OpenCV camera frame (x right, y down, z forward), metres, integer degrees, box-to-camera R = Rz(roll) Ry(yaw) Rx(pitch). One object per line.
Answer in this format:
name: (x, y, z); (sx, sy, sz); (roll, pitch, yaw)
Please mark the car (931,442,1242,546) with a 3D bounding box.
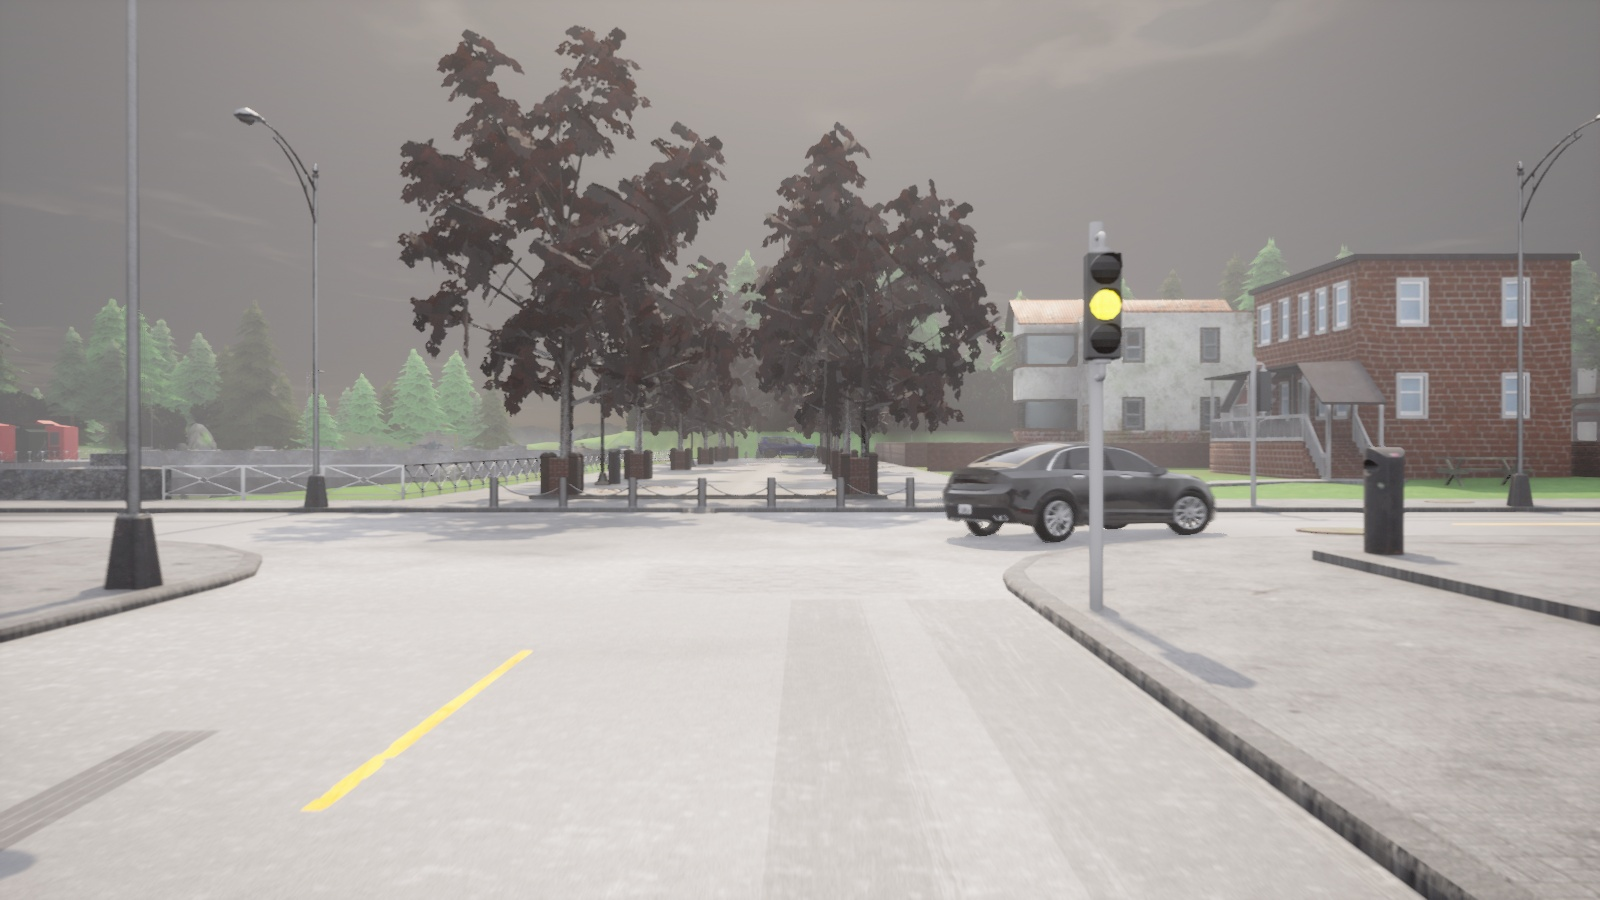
car: (4.623, 0.642, 20.022); (4.892, 1.490, 1.837); (0, -1, -31)
